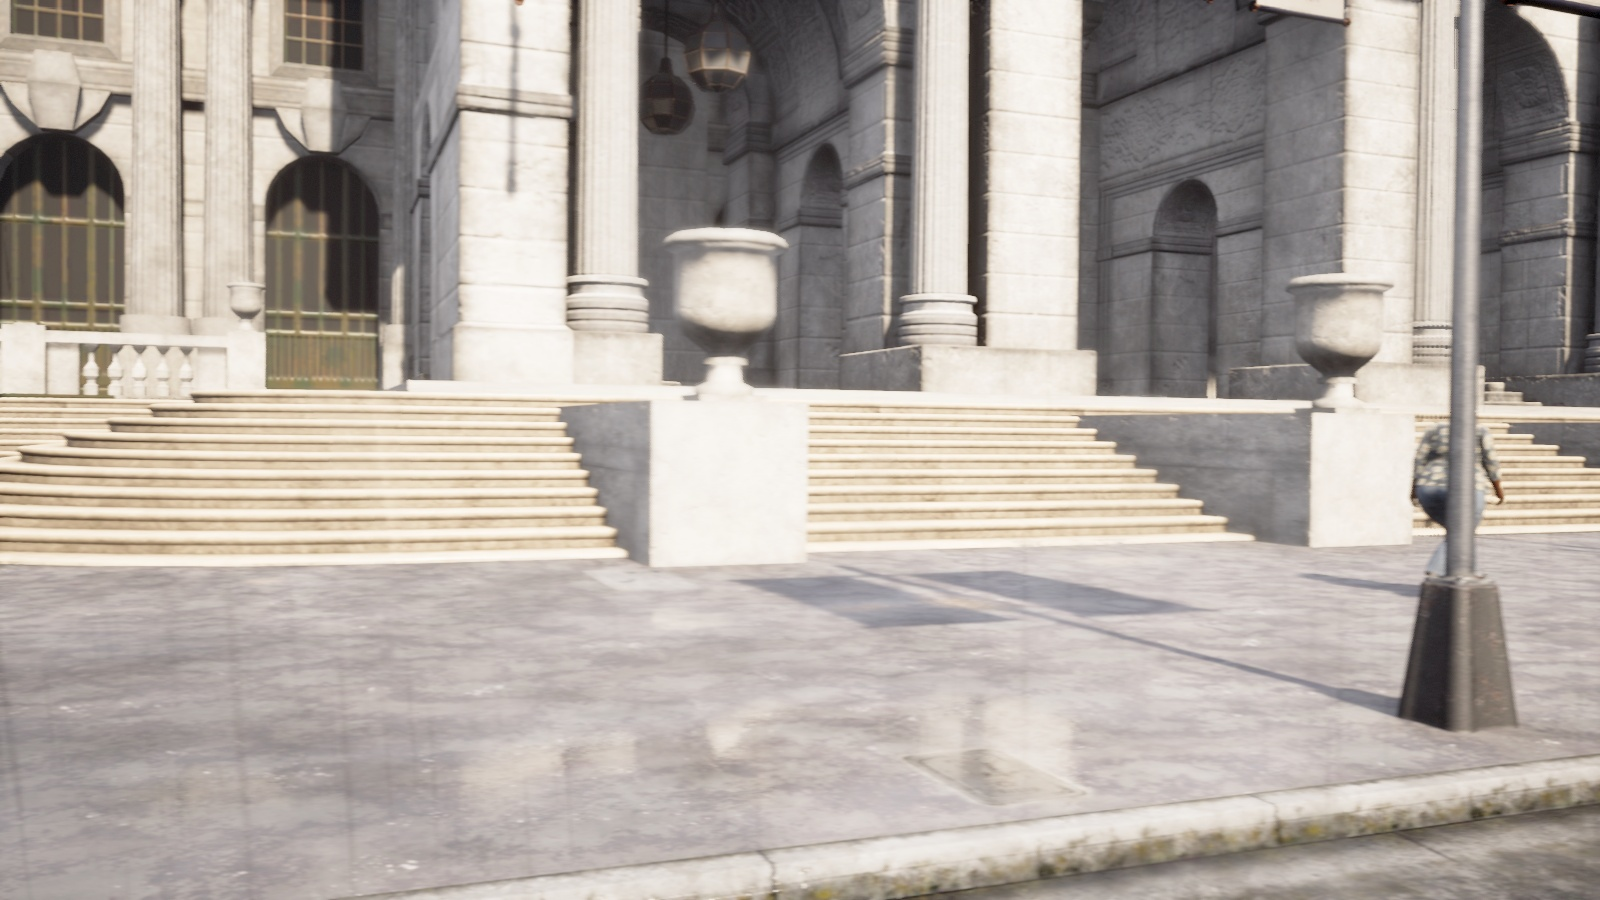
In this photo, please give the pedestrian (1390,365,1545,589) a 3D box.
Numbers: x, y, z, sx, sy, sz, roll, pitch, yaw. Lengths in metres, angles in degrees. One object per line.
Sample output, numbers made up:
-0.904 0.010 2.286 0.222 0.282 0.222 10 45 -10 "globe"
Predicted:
5.841 0.213 11.002 0.900 1.855 0.874 -1 1 -34 "pedestrian"
